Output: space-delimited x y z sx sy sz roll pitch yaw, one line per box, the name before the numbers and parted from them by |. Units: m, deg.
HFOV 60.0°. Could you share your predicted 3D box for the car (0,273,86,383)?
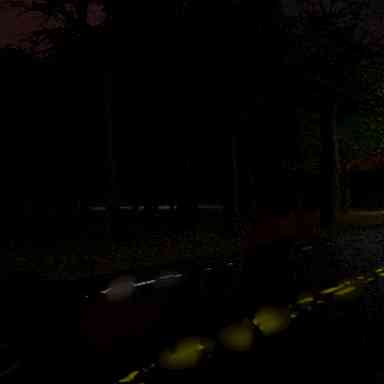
car | -3.769 1.603 3.600 4.718 1.301 1.895 0 0 -43
